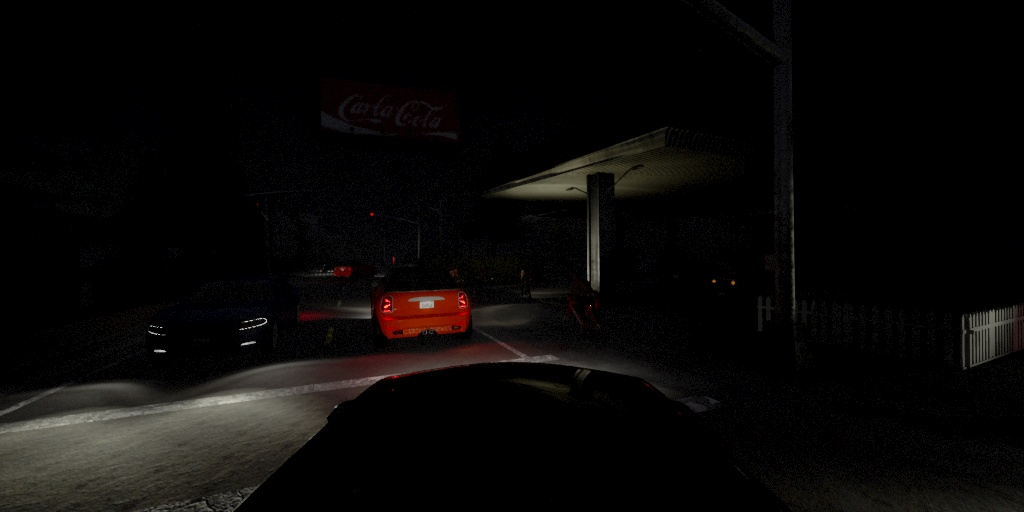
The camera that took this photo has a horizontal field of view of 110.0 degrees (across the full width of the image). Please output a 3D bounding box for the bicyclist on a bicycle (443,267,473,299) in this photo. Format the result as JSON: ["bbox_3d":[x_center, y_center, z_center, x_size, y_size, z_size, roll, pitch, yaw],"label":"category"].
[{"bbox_3d":[-2.701,1.304,16.397,1.656,1.620,0.582,1,0,37],"label":"bicyclist on a bicycle"}]

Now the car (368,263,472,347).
[{"bbox_3d":[-2.586,1.048,9.470,2.097,1.767,4.553,0,0,-22],"label":"car"}]

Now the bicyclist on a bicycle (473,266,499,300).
[{"bbox_3d":[-1.400,1.331,17.785,1.656,1.620,0.582,0,0,-21],"label":"bicyclist on a bicycle"}]

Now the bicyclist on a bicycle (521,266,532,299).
[{"bbox_3d":[0.708,1.322,17.910,0.582,1.620,1.656,-1,0,16],"label":"bicyclist on a bicycle"}]

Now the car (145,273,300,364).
[{"bbox_3d":[-6.294,1.204,8.383,1.882,1.535,5.008,0,0,-24],"label":"car"}]

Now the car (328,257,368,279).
[{"bbox_3d":[-15.092,1.228,34.735,2.097,1.767,4.553,0,1,10],"label":"car"}]

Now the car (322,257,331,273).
[{"bbox_3d":[-23.929,1.146,47.732,2.150,2.045,5.566,0,0,-25],"label":"car"}]

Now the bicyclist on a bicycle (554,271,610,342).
[{"bbox_3d":[1.666,1.196,8.705,0.582,1.620,1.656,3,-2,-43],"label":"bicyclist on a bicycle"}]
